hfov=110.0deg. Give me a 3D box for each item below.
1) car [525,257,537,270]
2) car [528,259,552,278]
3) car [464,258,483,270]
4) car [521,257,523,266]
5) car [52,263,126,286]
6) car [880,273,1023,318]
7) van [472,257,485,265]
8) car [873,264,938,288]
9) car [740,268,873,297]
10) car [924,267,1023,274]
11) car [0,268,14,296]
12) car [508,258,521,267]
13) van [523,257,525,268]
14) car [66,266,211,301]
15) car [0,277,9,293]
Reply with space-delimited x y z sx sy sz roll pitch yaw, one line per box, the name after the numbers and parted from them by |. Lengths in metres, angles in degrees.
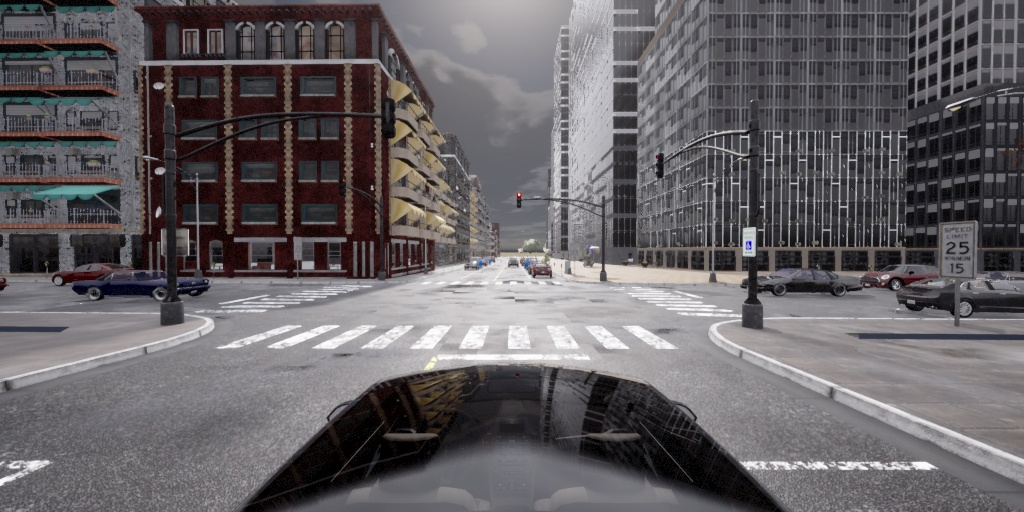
2.751 1.159 39.039 1.967 1.591 4.097 0 0 0 | car
2.736 1.271 33.394 1.888 1.381 4.507 0 0 0 | car
-5.569 1.269 50.319 1.948 1.339 4.313 0 0 0 | car
2.793 1.240 55.977 1.888 1.381 4.507 0 0 0 | car
-25.805 1.109 22.355 4.507 1.381 1.888 0 0 1 | car
16.743 1.445 13.051 4.403 1.370 2.007 0 0 1 | car
-5.555 1.036 55.965 1.690 1.789 3.998 0 0 0 | van
23.424 1.230 21.582 4.097 1.591 1.967 0 0 1 | car
15.231 1.342 18.987 5.357 1.411 2.033 0 1 1 | car
25.258 1.443 18.818 4.718 1.301 1.895 0 1 1 | car
-26.518 1.255 16.463 4.718 1.301 1.895 0 1 1 | car
0.257 1.281 64.036 1.895 1.301 4.718 0 0 0 | car
2.779 1.044 50.331 1.690 1.789 3.998 0 0 0 | van
-16.638 1.299 16.300 4.718 1.301 1.895 0 1 1 | car
-22.594 1.259 13.690 4.507 1.381 1.888 0 0 1 | car
